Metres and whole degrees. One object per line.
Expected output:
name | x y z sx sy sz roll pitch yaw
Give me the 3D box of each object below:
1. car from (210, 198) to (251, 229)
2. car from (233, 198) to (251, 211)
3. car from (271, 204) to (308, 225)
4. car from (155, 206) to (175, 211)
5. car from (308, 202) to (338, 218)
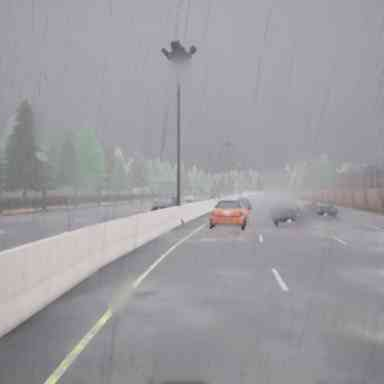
car | 2.468 1.285 21.202 2.097 1.767 4.553 0 0 12
car | 6.091 1.409 40.077 1.994 1.385 4.181 0 0 11
car | 6.555 1.513 23.166 1.895 1.301 4.718 0 0 11
car | -2.509 1.310 32.841 1.882 1.535 5.008 0 0 11
car | 11.229 1.502 29.100 1.895 1.301 4.718 0 0 11
